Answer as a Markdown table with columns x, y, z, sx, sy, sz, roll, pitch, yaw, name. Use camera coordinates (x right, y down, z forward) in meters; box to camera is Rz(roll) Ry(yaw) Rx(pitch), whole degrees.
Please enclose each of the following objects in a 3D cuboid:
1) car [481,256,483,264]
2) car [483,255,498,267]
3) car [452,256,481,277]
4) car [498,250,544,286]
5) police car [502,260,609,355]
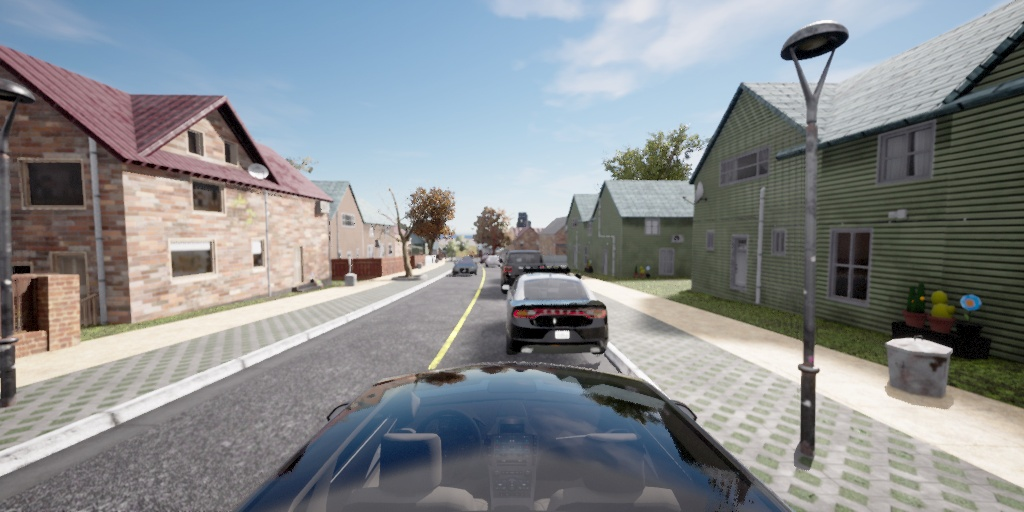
| x | y | z | sx | sy | sz | roll | pitch | yaw | name |
| --- | --- | --- | --- | --- | --- | --- | --- | --- | --- |
| -4.422 | 0.579 | 61.473 | 1.812 | 1.442 | 4.674 | 0 | 0 | -9 | car |
| -2.541 | 0.698 | 47.596 | 1.812 | 1.442 | 4.674 | 0 | 0 | -6 | car |
| -3.825 | 0.939 | 29.694 | 1.994 | 1.385 | 4.181 | 0 | 1 | -4 | car |
| 0.520 | 0.726 | 18.516 | 2.150 | 2.045 | 5.566 | 0 | 1 | -2 | car |
| 0.799 | 1.068 | 8.539 | 1.930 | 1.638 | 5.238 | 0 | 1 | -1 | police car |
